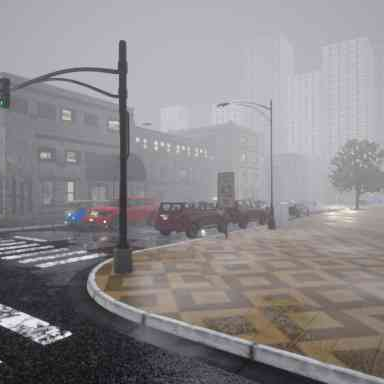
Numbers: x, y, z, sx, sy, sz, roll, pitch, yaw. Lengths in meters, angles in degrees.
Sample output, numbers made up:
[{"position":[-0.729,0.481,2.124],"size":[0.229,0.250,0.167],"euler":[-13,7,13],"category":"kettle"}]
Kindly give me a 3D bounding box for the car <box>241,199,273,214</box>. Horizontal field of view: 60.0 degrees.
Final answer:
[{"position":[7.581,1.639,38.355],"size":[1.837,1.490,4.892],"euler":[0,0,36],"category":"car"}]

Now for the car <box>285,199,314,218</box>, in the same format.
[{"position":[9.686,1.657,31.341],"size":[1.947,1.339,4.313],"euler":[-1,-1,35],"category":"car"}]

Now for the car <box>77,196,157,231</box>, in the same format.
[{"position":[-4.285,1.285,21.647],"size":[2.150,2.045,5.566],"euler":[0,0,35],"category":"car"}]

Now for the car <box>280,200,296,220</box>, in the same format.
[{"position":[6.490,1.616,26.834],"size":[1.887,1.381,4.507],"euler":[-1,-1,35],"category":"car"}]

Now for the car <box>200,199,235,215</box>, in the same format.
[{"position":[2.847,1.569,36.187],"size":[1.967,1.590,4.097],"euler":[-1,-1,35],"category":"car"}]

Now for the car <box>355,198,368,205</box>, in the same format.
[{"position":[32.050,1.801,62.885],"size":[2.008,1.369,4.403],"euler":[-1,-1,35],"category":"car"}]

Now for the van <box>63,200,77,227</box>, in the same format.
[{"position":[-6.738,1.414,22.668],"size":[1.690,1.788,3.998],"euler":[-1,0,35],"category":"van"}]

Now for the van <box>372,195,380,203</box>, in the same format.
[{"position":[44.828,1.693,80.914],"size":[1.690,1.788,3.998],"euler":[-1,-1,35],"category":"van"}]

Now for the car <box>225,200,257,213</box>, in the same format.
[{"position":[6.042,1.701,40.691],"size":[2.008,1.369,4.403],"euler":[-1,-1,35],"category":"car"}]

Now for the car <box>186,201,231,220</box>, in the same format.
[{"position":[1.550,1.622,29.858],"size":[1.812,1.442,4.674],"euler":[0,0,36],"category":"car"}]

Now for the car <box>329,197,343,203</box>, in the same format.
[{"position":[34.796,1.915,81.249],"size":[2.008,1.369,4.403],"euler":[-1,-1,35],"category":"car"}]

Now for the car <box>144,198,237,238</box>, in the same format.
[{"position":[0.099,1.349,17.823],"size":[2.192,1.841,5.009],"euler":[-1,-1,35],"category":"car"}]

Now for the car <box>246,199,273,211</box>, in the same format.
[{"position":[9.237,1.722,45.198],"size":[2.008,1.369,4.403],"euler":[-1,-1,35],"category":"car"}]

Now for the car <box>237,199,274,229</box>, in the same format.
[{"position":[3.294,1.367,22.330],"size":[2.192,1.841,5.009],"euler":[-1,-1,35],"category":"car"}]

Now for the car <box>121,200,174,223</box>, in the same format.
[{"position":[-3.543,1.531,27.173],"size":[1.967,1.590,4.097],"euler":[-1,-1,35],"category":"car"}]
